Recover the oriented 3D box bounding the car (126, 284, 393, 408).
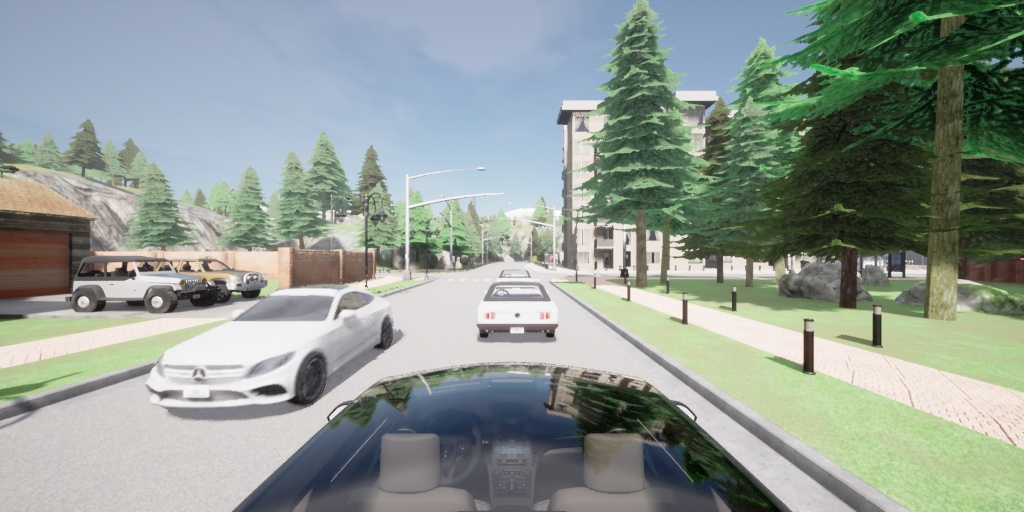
[{"bbox_3d":[-3.571,1.276,6.390,1.812,1.442,4.674,0,0,0],"label":"car"}]

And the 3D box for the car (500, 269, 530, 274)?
[{"bbox_3d":[0.160,1.351,19.316,1.895,1.301,4.718,0,0,0],"label":"car"}]

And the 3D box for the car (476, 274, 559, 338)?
[{"bbox_3d":[0.131,1.351,10.148,1.895,1.301,4.718,0,0,0],"label":"car"}]
